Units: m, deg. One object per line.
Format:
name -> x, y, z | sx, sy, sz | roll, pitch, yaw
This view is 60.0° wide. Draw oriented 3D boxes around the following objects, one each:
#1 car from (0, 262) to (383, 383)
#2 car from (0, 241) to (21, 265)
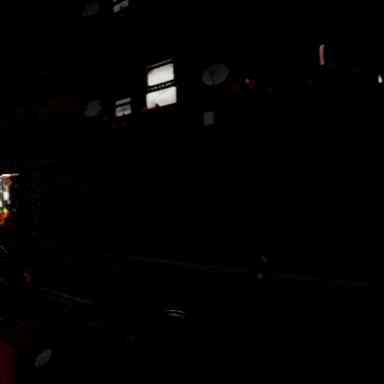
car -> -0.162, 1.558, 2.857 | 4.507, 1.381, 1.887 | -1, -2, 35
car -> -4.666, 1.497, 6.071 | 4.097, 1.590, 1.967 | -1, -2, 35
